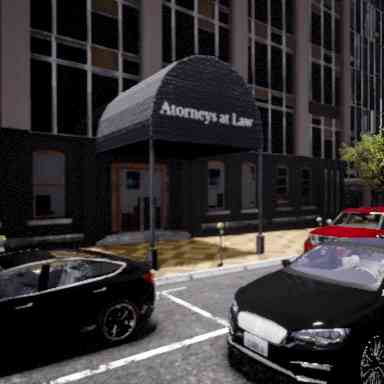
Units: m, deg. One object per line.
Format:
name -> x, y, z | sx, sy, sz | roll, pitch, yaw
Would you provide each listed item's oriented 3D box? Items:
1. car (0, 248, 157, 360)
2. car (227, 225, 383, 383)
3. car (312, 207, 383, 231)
car -> -2.576, 1.579, 4.890 | 4.313, 1.339, 1.947 | 1, -1, -36
car -> 2.740, 1.547, 5.342 | 4.902, 1.511, 2.128 | 1, 0, -36
car -> 5.845, 1.431, 10.897 | 5.009, 1.841, 2.192 | 1, -1, -36
